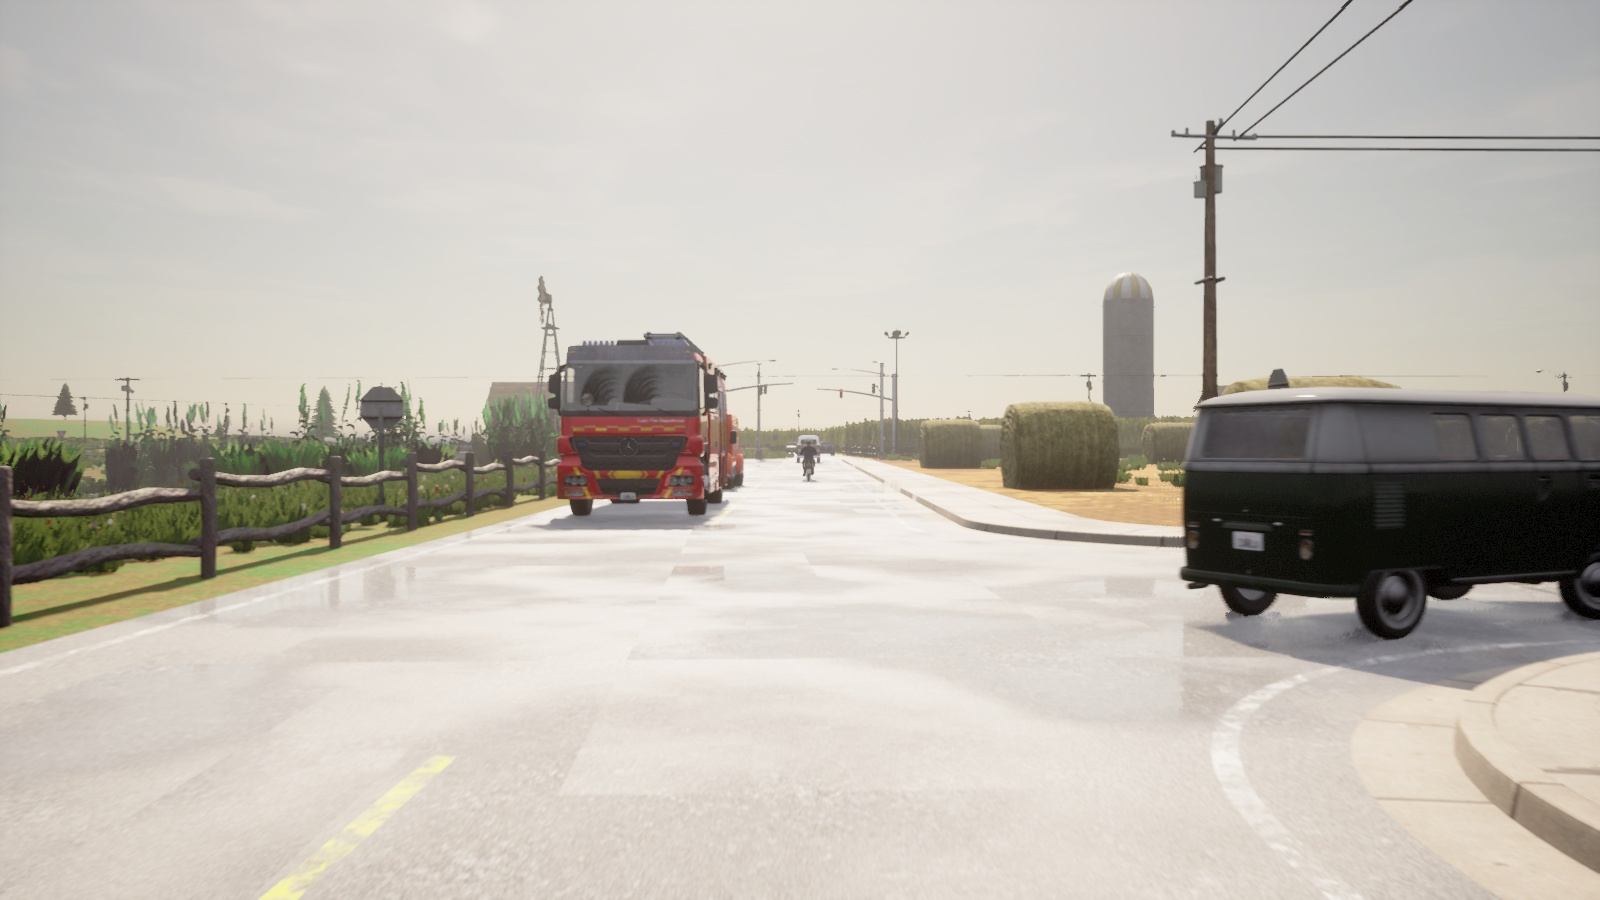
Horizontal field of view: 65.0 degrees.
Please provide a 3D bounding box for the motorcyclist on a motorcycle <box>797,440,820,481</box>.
[{"bbox_3d":[0.336,0.404,49.519,0.866,1.590,1.817,0,0,0],"label":"motorcyclist on a motorcycle"}]

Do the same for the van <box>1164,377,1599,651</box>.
[{"bbox_3d":[5.495,0.471,10.869,4.442,1.987,1.775,0,0,-25],"label":"van"}]

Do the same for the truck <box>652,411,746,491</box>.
[{"bbox_3d":[-3.217,0.005,41.206,2.627,2.467,5.204,0,1,0],"label":"truck"}]

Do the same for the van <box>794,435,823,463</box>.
[{"bbox_3d":[0.617,-0.084,92.802,2.069,2.038,4.480,0,0,0],"label":"van"}]

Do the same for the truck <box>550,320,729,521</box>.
[{"bbox_3d":[-3.300,-0.589,28.174,2.891,3.827,8.468,0,0,0],"label":"truck"}]
